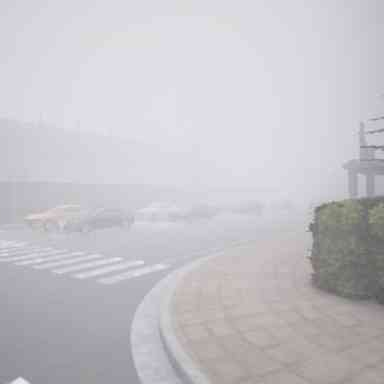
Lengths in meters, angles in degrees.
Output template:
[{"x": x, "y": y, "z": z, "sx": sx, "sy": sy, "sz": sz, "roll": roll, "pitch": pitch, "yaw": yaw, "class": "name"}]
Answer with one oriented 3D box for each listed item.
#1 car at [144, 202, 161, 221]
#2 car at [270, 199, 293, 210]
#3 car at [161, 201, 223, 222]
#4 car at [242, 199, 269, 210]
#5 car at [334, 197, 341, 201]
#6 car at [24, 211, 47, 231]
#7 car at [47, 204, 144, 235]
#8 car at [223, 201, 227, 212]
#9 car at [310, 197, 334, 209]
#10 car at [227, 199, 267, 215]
[{"x": -2.929, "y": 1.650, "z": 29.177, "sx": 1.812, "sy": 1.442, "sz": 4.674, "roll": -1, "pitch": 0, "yaw": 35, "class": "car"}, {"x": 11.966, "y": 1.629, "z": 44.119, "sx": 1.812, "sy": 1.442, "sz": 4.674, "roll": -1, "pitch": 0, "yaw": 36, "class": "car"}, {"x": 0.149, "y": 1.641, "z": 27.493, "sx": 2.033, "sy": 1.411, "sz": 5.357, "roll": -1, "pitch": 0, "yaw": 35, "class": "car"}, {"x": 8.721, "y": 1.659, "z": 45.602, "sx": 1.812, "sy": 1.442, "sz": 4.674, "roll": -1, "pitch": 0, "yaw": 35, "class": "car"}, {"x": 22.800, "y": 1.569, "z": 53.249, "sx": 2.128, "sy": 1.511, "sz": 4.902, "roll": -1, "pitch": 0, "yaw": 35, "class": "car"}, {"x": -8.284, "y": 1.598, "z": 21.641, "sx": 1.882, "sy": 1.535, "sz": 5.008, "roll": -1, "pitch": 0, "yaw": 35, "class": "car"}, {"x": -5.488, "y": 1.581, "z": 19.542, "sx": 2.128, "sy": 1.511, "sz": 4.902, "roll": -1, "pitch": 0, "yaw": 35, "class": "car"}, {"x": 2.777, "y": 1.693, "z": 37.223, "sx": 1.994, "sy": 1.385, "sz": 4.181, "roll": -1, "pitch": 0, "yaw": 37, "class": "car"}, {"x": 17.652, "y": 1.599, "z": 45.879, "sx": 1.812, "sy": 1.442, "sz": 4.674, "roll": -1, "pitch": 0, "yaw": 36, "class": "car"}, {"x": 6.002, "y": 1.603, "z": 35.749, "sx": 1.837, "sy": 1.490, "sz": 4.892, "roll": -1, "pitch": 0, "yaw": 35, "class": "car"}]
